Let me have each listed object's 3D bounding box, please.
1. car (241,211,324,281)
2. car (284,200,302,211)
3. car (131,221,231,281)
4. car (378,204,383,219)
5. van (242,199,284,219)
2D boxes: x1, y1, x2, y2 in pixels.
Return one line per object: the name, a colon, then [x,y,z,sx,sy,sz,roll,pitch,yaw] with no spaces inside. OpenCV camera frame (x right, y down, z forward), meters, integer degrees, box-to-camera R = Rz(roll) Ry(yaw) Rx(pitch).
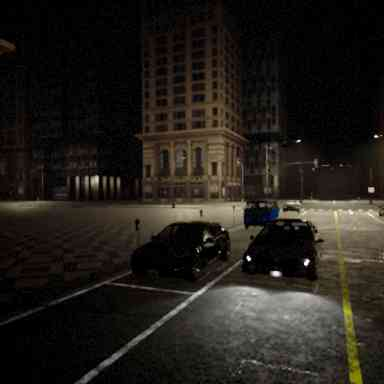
car: [3.027,1.542,10.323,2.033,1.411,5.357,0,0,23]
car: [10.938,1.515,36.007,2.008,1.369,4.403,-1,0,23]
car: [-0.094,1.576,10.049,1.947,1.339,4.313,-1,0,23]
car: [16.578,1.482,27.482,2.008,1.369,4.403,-1,0,23]
van: [4.317,1.335,20.433,1.690,1.788,3.998,-1,0,23]
